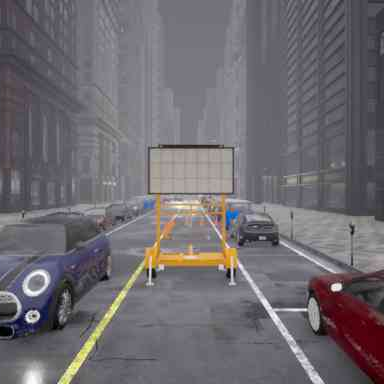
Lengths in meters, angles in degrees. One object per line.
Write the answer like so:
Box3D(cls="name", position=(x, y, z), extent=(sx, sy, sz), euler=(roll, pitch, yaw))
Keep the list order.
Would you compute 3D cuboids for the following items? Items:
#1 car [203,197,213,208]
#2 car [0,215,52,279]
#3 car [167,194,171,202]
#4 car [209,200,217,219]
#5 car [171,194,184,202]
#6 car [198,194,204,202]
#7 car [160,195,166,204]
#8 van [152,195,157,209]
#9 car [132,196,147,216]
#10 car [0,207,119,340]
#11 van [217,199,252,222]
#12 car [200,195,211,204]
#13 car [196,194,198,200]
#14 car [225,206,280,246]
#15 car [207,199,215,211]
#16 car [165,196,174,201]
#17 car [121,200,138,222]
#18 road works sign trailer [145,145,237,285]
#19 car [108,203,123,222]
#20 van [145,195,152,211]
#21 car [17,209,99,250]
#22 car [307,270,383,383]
Box3D(cls="car", position=(2.669, 1.578, 37.619), extent=(2.008, 1.369, 4.403), euler=(0, 0, 0))
Box3D(cls="car", position=(-5.786, 1.528, 9.229), extent=(1.752, 1.417, 4.829), euler=(0, 0, 0))
Box3D(cls="car", position=(-5.952, 1.633, 77.038), extent=(1.887, 1.381, 4.507), euler=(0, 0, 0))
Box3D(cls="car", position=(2.697, 1.566, 26.346), extent=(2.008, 1.369, 4.403), euler=(0, 0, 0))
Box3D(cls="car", position=(-3.186, 1.564, 76.540), extent=(1.882, 1.535, 5.008), euler=(0, 0, 0))
Box3D(cls="car", position=(2.614, 1.373, 60.164), extent=(2.192, 1.841, 5.009), euler=(0, 0, 0))
Box3D(cls="car", position=(-5.897, 1.364, 54.492), extent=(2.192, 1.841, 5.009), euler=(0, 0, 0))
Box3D(cls="van", position=(-5.870, 1.375, 43.219), extent=(1.690, 1.788, 3.998), euler=(0, 0, 0))
Box3D(cls="car", position=(-5.842, 1.461, 31.946), extent=(1.967, 1.590, 4.097), euler=(0, 0, 0))
Box3D(cls="car", position=(-3.116, 1.354, 6.847), extent=(2.097, 1.767, 4.553), euler=(0, 0, 0))
Box3D(cls="van", position=(2.711, 1.351, 20.710), extent=(1.690, 1.788, 3.998), euler=(0, 0, 0))
Box3D(cls="car", position=(2.642, 1.586, 48.891), extent=(1.887, 1.381, 4.507), euler=(0, 0, 0))
Box3D(cls="car", position=(2.558, 1.625, 82.879), extent=(1.752, 1.417, 4.829), euler=(0, 0, 0))
Box3D(cls="car", position=(2.725, 1.557, 15.074), extent=(2.008, 1.369, 4.403), euler=(0, 0, 0))
Box3D(cls="car", position=(2.683, 1.602, 31.983), extent=(1.802, 1.307, 4.206), euler=(0, 0, 0))
Box3D(cls="car", position=(-5.980, 1.677, 88.311), extent=(1.947, 1.339, 4.313), euler=(0, 0, 0))
Box3D(cls="car", position=(-5.828, 1.581, 26.309), extent=(1.947, 1.339, 4.313), euler=(0, 0, 0))
Box3D(cls="road works sign trailer", position=(-0.022, 0.468, 9.453), extent=(2.380, 3.560, 2.880), euler=(0, 0, 0))
Box3D(cls="car", position=(-5.814, 1.592, 20.673), extent=(1.802, 1.307, 4.206), euler=(0, 0, 0))
Box3D(cls="van", position=(-5.856, 1.368, 37.583), extent=(1.690, 1.788, 3.998), euler=(0, 0, 0))
Box3D(cls="car", position=(-5.800, 1.572, 15.036), extent=(1.947, 1.339, 4.313), euler=(0, 0, 0))
Box3D(cls="car", position=(2.753, 1.546, 3.802), extent=(1.887, 1.381, 4.507), euler=(0, 0, 0))
